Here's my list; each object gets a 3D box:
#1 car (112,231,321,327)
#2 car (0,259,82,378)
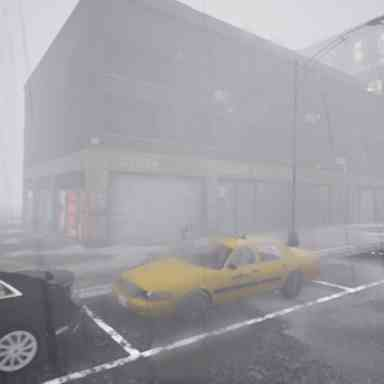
[{"bbox_3d":[0.780,1.561,7.101,4.829,1.417,1.752,1,1,-35],"label":"car"},{"bbox_3d":[-3.617,1.546,3.965,4.403,1.369,2.008,1,1,-35],"label":"car"}]
